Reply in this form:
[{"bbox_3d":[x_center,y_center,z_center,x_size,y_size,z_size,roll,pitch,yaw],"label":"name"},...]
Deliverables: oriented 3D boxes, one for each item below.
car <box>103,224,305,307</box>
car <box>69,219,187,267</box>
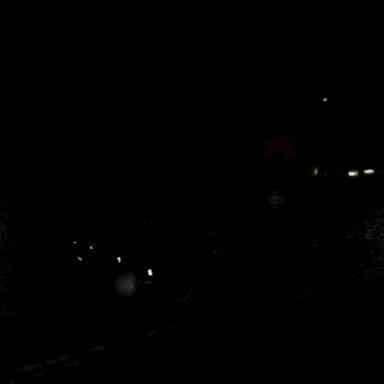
[{"bbox_3d":[0.542,1.572,8.063,4.718,1.301,1.895,0,0,-35],"label":"car"},{"bbox_3d":[-1.356,1.571,10.702,4.718,1.301,1.895,0,0,-36],"label":"car"}]
